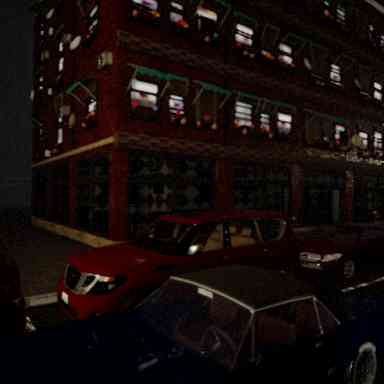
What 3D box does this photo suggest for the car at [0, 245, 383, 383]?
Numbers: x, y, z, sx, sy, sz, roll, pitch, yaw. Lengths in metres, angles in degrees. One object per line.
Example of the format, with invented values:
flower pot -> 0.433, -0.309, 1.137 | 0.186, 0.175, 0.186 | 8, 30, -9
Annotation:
car -> 0.250, 1.602, 3.546 | 4.718, 1.301, 1.895 | 0, 0, -35

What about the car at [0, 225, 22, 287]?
car -> -4.443, 1.314, 3.372 | 5.009, 1.841, 2.192 | 0, 1, -36

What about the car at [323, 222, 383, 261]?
car -> 4.625, 1.588, 9.848 | 4.206, 1.307, 1.802 | 0, 1, -36

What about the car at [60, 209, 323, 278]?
car -> 0.092, 1.317, 6.609 | 5.009, 1.841, 2.192 | 0, 1, -36
